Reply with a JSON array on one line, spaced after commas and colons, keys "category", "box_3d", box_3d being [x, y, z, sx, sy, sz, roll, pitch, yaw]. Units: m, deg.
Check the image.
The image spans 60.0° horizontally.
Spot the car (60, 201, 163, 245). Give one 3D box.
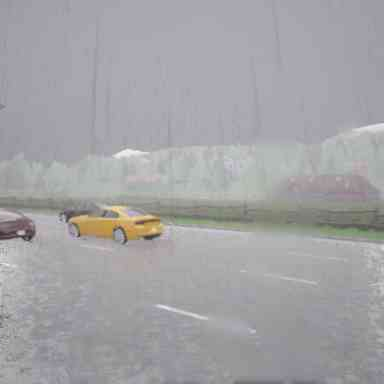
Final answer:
[{"category": "car", "box_3d": [-3.586, 1.394, 15.143, 5.008, 1.535, 1.882, 1, 0, 35]}]

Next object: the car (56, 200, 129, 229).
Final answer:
[{"category": "car", "box_3d": [-6.519, 1.349, 21.518, 5.008, 1.535, 1.882, 0, 0, 35]}]

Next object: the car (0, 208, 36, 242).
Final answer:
[{"category": "car", "box_3d": [-8.587, 1.415, 14.411, 4.674, 1.442, 1.812, 1, 0, 35]}]
